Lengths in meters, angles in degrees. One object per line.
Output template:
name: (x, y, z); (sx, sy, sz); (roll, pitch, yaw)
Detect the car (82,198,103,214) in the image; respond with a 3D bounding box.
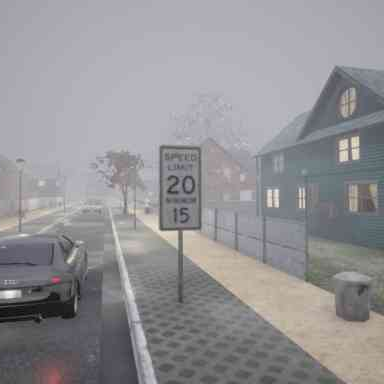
car: (-10.954, 1.681, 36.675); (1.895, 1.301, 4.718); (0, 0, -14)

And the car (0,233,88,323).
car: (-3.357, 1.576, 7.155); (1.994, 1.385, 4.181); (0, 0, -15)

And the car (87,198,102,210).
car: (-13.476, 1.615, 46.221); (1.837, 1.490, 4.892); (0, 0, -14)
